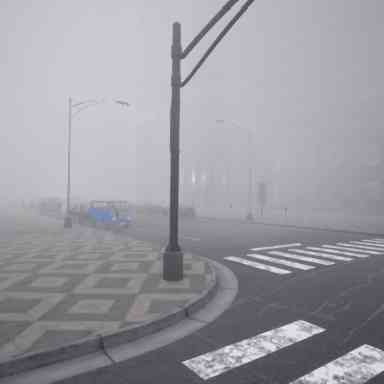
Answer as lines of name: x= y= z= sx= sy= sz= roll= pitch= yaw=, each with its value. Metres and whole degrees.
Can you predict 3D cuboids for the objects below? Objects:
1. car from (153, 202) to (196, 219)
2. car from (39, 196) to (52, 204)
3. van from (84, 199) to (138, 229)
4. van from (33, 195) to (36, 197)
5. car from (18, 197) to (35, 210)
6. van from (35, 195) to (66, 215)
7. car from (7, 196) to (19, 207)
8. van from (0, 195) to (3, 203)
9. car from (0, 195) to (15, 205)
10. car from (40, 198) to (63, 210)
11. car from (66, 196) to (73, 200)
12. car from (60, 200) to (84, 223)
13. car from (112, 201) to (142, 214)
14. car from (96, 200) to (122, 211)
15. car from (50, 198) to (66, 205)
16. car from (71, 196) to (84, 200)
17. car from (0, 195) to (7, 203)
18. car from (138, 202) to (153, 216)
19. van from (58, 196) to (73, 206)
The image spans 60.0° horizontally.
car: x=-1.451 y=1.710 z=30.675 sx=1.887 sy=1.381 sz=4.507 roll=1 pitch=-1 yaw=-35
car: x=-33.348 y=1.818 z=75.792 sx=1.967 sy=1.590 sz=4.097 roll=1 pitch=-1 yaw=-35
van: x=-5.257 y=1.336 z=21.243 sx=1.690 sy=1.788 sz=3.998 roll=1 pitch=-1 yaw=-35
van: x=-36.537 y=1.741 z=80.304 sx=1.690 sy=1.788 sz=3.998 roll=1 pitch=-1 yaw=-35
car: x=-21.199 y=1.681 z=43.803 sx=1.802 sy=1.307 sz=4.206 roll=1 pitch=-1 yaw=-35
van: x=-14.820 y=1.397 z=34.780 sx=1.690 sy=1.788 sz=3.998 roll=1 pitch=-1 yaw=-35
car: x=-27.574 y=1.692 z=52.828 sx=2.008 sy=1.369 sz=4.403 roll=1 pitch=-1 yaw=-35
van: x=-46.699 y=1.613 z=79.905 sx=1.690 sy=1.788 sz=3.998 roll=1 pitch=-1 yaw=-35
car: x=-37.039 y=1.731 z=66.227 sx=1.752 sy=1.417 sz=4.829 roll=1 pitch=-1 yaw=-35
car: x=-19.709 y=1.658 z=46.504 sx=1.837 sy=1.490 sz=4.892 roll=1 pitch=-1 yaw=-35
car: x=-20.587 y=1.607 z=57.747 sx=2.192 sy=1.841 sz=5.009 roll=1 pitch=-1 yaw=-35
car: x=-8.447 y=1.559 z=25.753 sx=1.887 sy=1.381 sz=4.507 roll=1 pitch=-1 yaw=-35
car: x=-7.830 y=1.752 z=39.698 sx=1.887 sy=1.381 sz=4.507 roll=1 pitch=-1 yaw=-35
car: x=-11.118 y=1.754 z=44.348 sx=1.752 sy=1.417 sz=4.829 roll=1 pitch=-1 yaw=-35
car: x=-26.969 y=1.886 z=66.768 sx=2.008 sy=1.369 sz=4.403 roll=1 pitch=-1 yaw=-35
car: x=-17.400 y=1.816 z=53.233 sx=1.887 sy=1.381 sz=4.507 roll=1 pitch=-1 yaw=-35
car: x=-43.511 y=1.565 z=75.392 sx=2.192 sy=1.841 sz=5.009 roll=1 pitch=-1 yaw=-35
car: x=-4.640 y=1.731 z=35.186 sx=1.887 sy=1.381 sz=4.507 roll=1 pitch=-1 yaw=-35
van: x=-23.777 y=1.655 z=62.258 sx=1.690 sy=1.788 sz=3.998 roll=1 pitch=-1 yaw=-35
